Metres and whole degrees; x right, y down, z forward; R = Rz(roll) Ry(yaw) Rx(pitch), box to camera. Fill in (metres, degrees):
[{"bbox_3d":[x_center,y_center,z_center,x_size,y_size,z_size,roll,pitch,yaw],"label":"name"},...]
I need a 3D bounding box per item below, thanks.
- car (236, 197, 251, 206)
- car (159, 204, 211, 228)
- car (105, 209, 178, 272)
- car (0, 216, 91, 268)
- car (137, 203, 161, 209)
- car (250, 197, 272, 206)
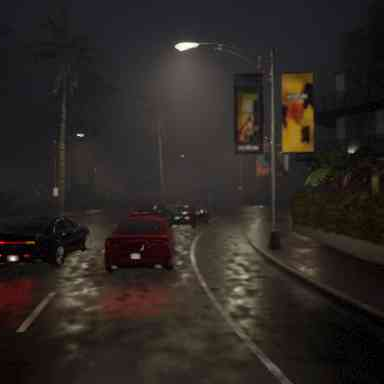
[{"bbox_3d":[9.996,1.654,59.993,4.902,1.511,2.128,0,0,-44],"label":"car"},{"bbox_3d":[-0.176,1.640,22.902,2.033,1.411,5.357,0,0,17],"label":"car"},{"bbox_3d":[-1.527,1.533,11.046,1.882,1.535,5.008,0,-1,-2],"label":"car"},{"bbox_3d":[-5.005,1.590,11.672,1.837,1.490,4.892,-1,0,-1],"label":"car"},{"bbox_3d":[-2.909,1.630,25.750,1.837,1.490,4.892,-1,0,18],"label":"car"},{"bbox_3d":[12.615,1.698,57.634,4.181,1.385,1.994,0,0,-44],"label":"car"}]
